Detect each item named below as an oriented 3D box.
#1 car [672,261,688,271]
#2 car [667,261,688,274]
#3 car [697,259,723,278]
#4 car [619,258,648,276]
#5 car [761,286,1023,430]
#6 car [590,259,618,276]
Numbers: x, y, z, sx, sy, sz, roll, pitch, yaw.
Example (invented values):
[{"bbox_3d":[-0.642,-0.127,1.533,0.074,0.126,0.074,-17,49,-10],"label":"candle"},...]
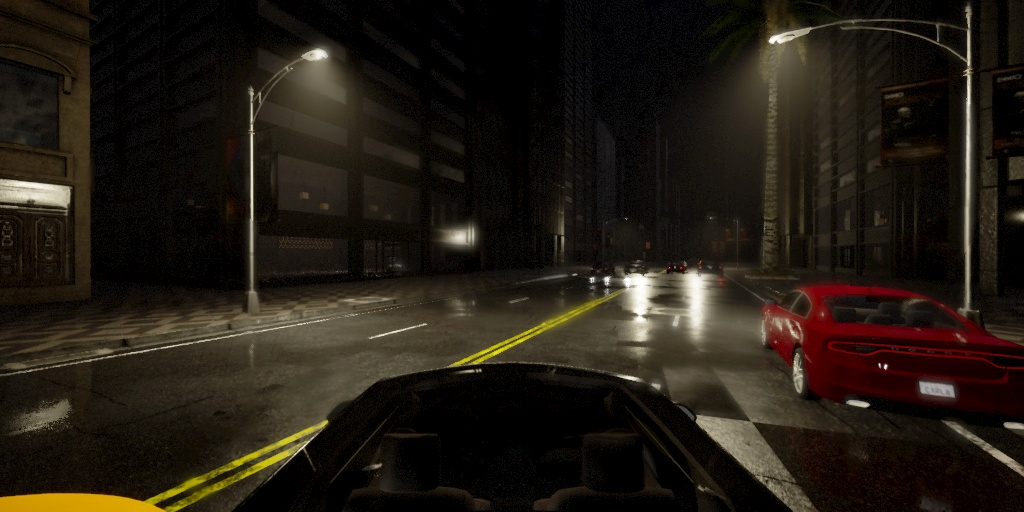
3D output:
[{"bbox_3d":[23.558,1.381,50.284,1.895,1.301,4.718,0,0,27],"label":"car"},{"bbox_3d":[18.667,1.317,40.788,2.033,1.411,5.357,0,0,27],"label":"car"},{"bbox_3d":[19.304,1.118,34.965,2.097,1.767,4.553,0,0,27],"label":"car"},{"bbox_3d":[12.850,1.257,37.030,2.128,1.511,4.902,0,0,27],"label":"car"},{"bbox_3d":[5.516,1.228,5.895,1.882,1.535,5.008,0,0,27],"label":"car"},{"bbox_3d":[9.698,1.291,38.008,1.812,1.442,4.674,0,0,27],"label":"car"}]
